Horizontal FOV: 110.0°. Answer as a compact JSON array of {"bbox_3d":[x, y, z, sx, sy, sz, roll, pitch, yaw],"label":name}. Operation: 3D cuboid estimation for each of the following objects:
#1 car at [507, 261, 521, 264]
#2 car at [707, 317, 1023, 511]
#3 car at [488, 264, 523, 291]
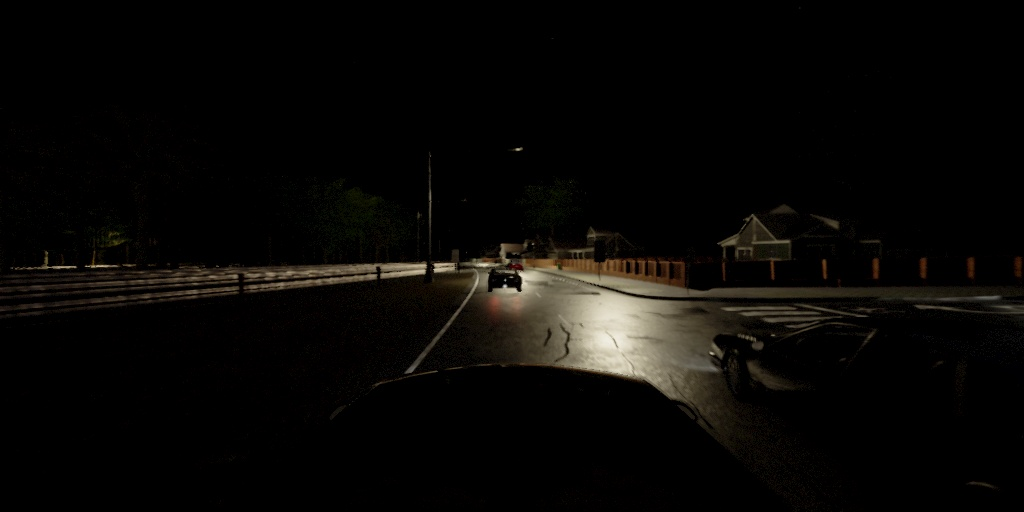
[{"bbox_3d":[0.349,1.397,49.891,1.994,1.385,4.181,0,0,-8],"label":"car"},{"bbox_3d":[3.785,1.292,3.222,2.033,1.411,5.357,0,0,6],"label":"car"},{"bbox_3d":[-0.495,1.356,21.673,1.895,1.301,4.718,0,0,-3],"label":"car"}]
